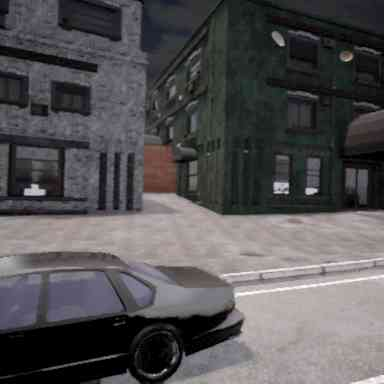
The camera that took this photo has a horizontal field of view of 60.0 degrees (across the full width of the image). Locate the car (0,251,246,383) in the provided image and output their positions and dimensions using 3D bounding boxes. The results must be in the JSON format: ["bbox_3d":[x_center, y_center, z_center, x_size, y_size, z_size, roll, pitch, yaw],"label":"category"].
[{"bbox_3d":[-1.975,1.513,4.089,5.357,1.411,2.033,0,0,-24],"label":"car"}]
